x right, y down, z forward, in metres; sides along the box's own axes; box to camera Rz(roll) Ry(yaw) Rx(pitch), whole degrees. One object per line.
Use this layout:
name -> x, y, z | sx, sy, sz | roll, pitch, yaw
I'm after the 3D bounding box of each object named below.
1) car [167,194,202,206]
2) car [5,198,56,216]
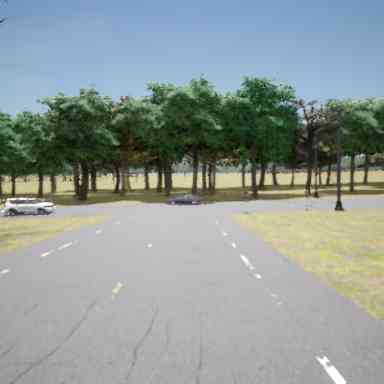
car -> -1.102, 1.105, 47.063 | 4.902, 1.511, 2.128 | -1, 2, -1
car -> -19.415, 1.726, 39.929 | 5.566, 2.045, 2.150 | -1, 3, 0
